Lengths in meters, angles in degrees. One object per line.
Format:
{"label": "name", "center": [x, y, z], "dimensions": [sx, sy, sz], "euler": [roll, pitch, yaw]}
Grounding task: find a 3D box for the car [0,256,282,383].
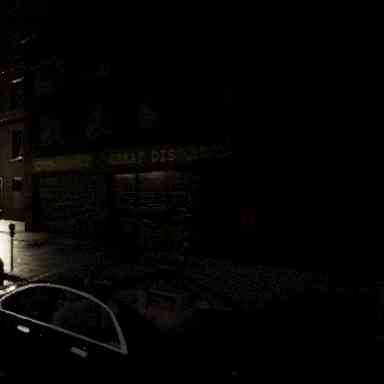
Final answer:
{"label": "car", "center": [-1.191, 1.541, 3.932], "dimensions": [4.403, 1.369, 2.008], "euler": [0, 0, 36]}
